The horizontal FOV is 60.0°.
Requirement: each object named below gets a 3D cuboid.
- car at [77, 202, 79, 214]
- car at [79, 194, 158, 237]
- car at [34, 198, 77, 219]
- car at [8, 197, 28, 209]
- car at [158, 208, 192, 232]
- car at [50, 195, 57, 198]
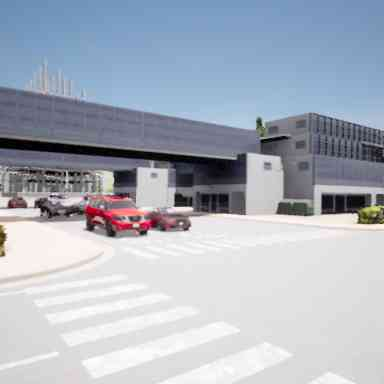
[{"bbox_3d":[-11.309,1.709,34.706,2.033,1.411,5.357,1,-1,-36],"label":"car"},{"bbox_3d":[-4.412,1.325,19.157,2.150,2.045,5.566,1,0,-35],"label":"car"},{"bbox_3d":[-12.551,1.606,30.451,2.128,1.511,4.902,1,-1,-36],"label":"car"},{"bbox_3d":[-25.203,1.477,48.126,2.097,1.767,4.553,1,0,-36],"label":"car"},{"bbox_3d":[-1.808,1.717,21.552,1.994,1.385,4.181,1,-1,-36],"label":"car"},{"bbox_3d":[-22.542,1.666,50.422,1.882,1.535,5.008,1,-1,-36],"label":"car"}]
